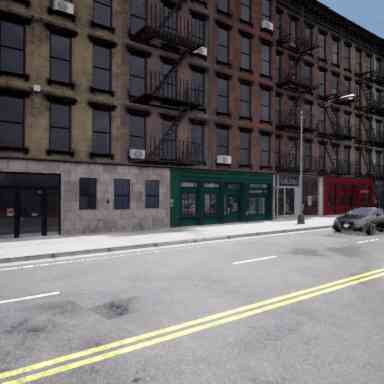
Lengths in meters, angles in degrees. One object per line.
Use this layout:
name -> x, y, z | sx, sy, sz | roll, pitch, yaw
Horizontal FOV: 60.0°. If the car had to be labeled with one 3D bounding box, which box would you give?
car -> 9.700, 1.571, 18.540 | 4.181, 1.385, 1.994 | 0, 0, -35
